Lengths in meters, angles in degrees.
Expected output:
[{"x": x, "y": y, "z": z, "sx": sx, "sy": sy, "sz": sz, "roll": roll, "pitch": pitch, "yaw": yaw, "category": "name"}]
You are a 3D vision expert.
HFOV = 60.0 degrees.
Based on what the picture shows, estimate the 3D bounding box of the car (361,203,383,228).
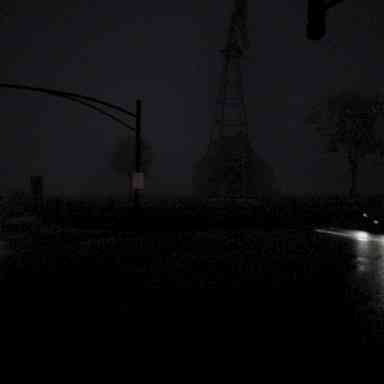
[{"x": 10.540, "y": 1.092, "z": 16.752, "sx": 4.674, "sy": 1.442, "sz": 1.812, "roll": -1, "pitch": 3, "yaw": -32, "category": "car"}]

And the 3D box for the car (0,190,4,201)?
[{"x": -29.213, "y": 0.349, "z": 49.412, "sx": 2.097, "sy": 1.767, "sz": 4.553, "roll": 0, "pitch": 1, "yaw": -32, "category": "car"}]
